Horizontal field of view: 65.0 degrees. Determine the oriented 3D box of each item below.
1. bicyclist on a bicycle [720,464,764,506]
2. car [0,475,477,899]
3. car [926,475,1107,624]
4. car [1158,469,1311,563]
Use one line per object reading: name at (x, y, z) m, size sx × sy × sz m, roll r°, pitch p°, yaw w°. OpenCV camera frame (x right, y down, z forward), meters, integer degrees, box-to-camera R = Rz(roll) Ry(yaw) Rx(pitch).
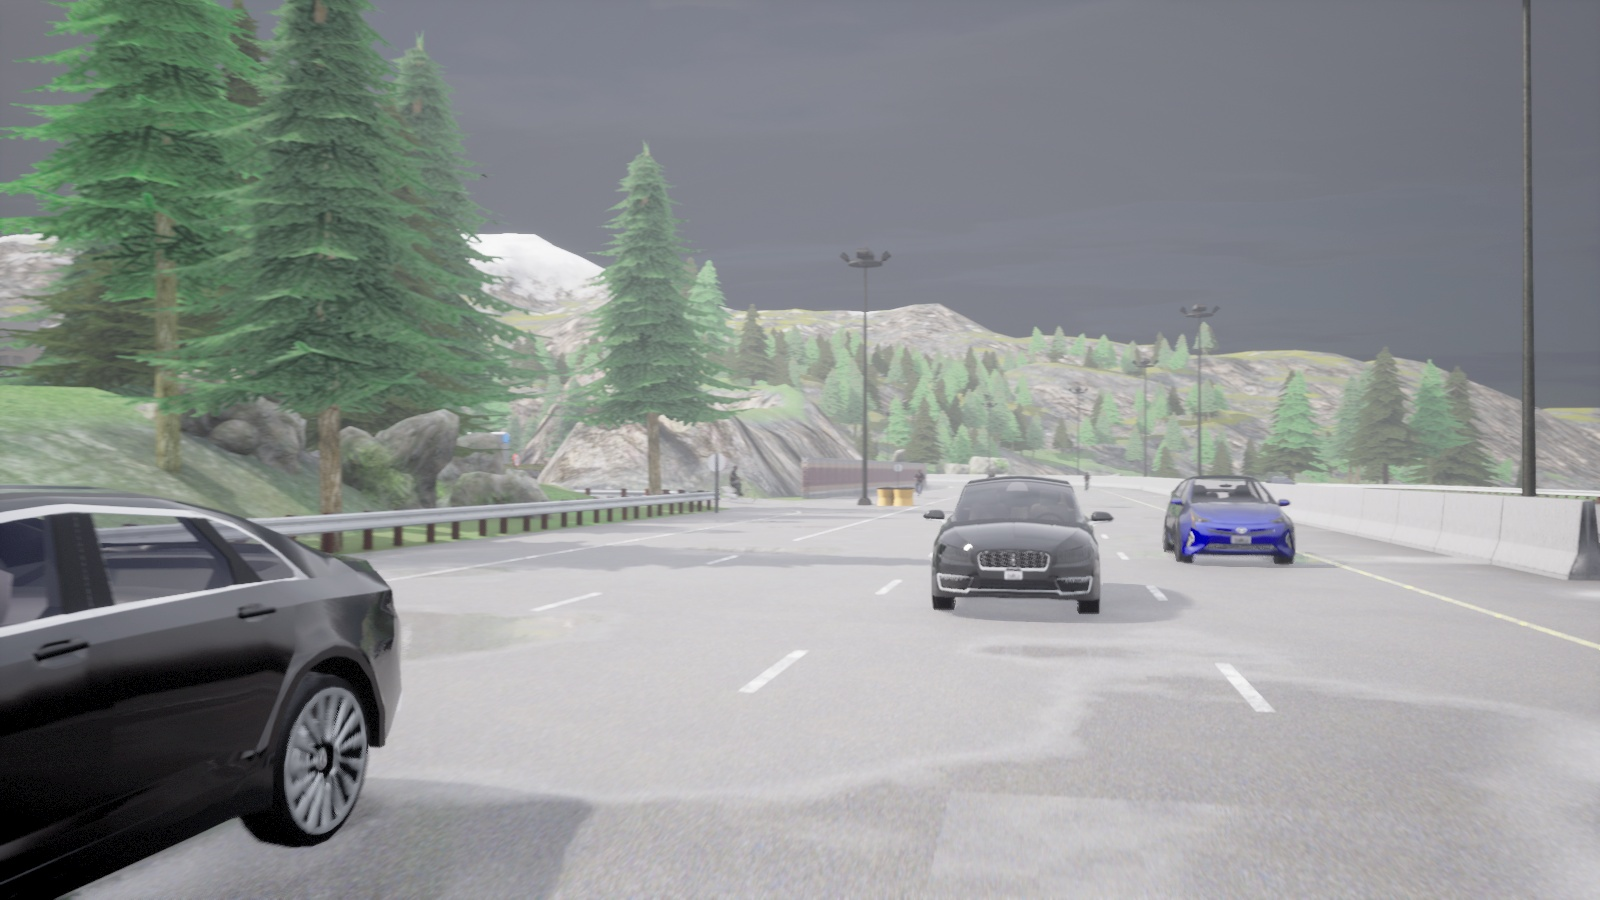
bicyclist on a bicycle at (-2.664, 1.604, 57.838) m, size 1.843 × 1.776 × 0.659 m, roll 3°, pitch 1°, yaw 15°
car at (-3.117, 0.850, 4.021) m, size 2.128 × 1.511 × 4.902 m, roll 0°, pitch -1°, yaw 11°
car at (2.707, 1.069, 15.404) m, size 1.837 × 1.490 × 4.892 m, roll 0°, pitch -1°, yaw 11°
car at (7.742, 1.118, 22.812) m, size 2.007 × 1.525 × 4.514 m, roll 0°, pitch -1°, yaw 11°
